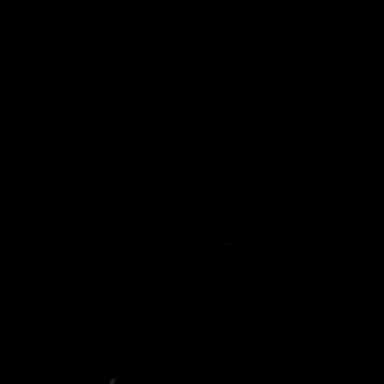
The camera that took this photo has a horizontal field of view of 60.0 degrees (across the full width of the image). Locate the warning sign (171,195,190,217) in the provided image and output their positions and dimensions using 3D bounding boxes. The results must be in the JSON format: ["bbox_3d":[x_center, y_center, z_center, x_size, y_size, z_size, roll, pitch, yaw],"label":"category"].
[{"bbox_3d":[-0.970,1.192,28.559,1.300,1.860,1.060,0,0,-36],"label":"warning sign"}]

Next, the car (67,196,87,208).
[{"bbox_3d":[-16.144,1.342,45.620,2.097,1.767,4.553,0,0,-36],"label":"car"}]
